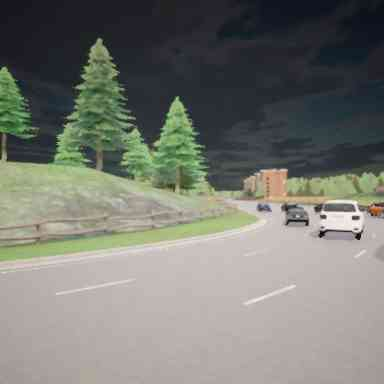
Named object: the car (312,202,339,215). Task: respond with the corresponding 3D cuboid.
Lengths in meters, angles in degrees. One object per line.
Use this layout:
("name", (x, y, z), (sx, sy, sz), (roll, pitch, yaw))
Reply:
("car", (18.008, 2.173, 45.046), (1.882, 1.535, 5.008), (0, -1, 4))

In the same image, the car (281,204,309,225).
("car", (8.923, 2.013, 28.500), (2.033, 1.411, 5.357), (-1, -1, 14))

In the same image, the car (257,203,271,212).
("car", (11.642, 2.451, 54.044), (1.812, 1.442, 4.674), (-1, -1, 4))

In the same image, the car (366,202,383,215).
("car", (24.927, 2.136, 43.918), (1.812, 1.442, 4.674), (0, -1, 4))

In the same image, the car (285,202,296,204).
("car", (14.895, 2.306, 50.523), (1.882, 1.535, 5.008), (-1, -1, 4))

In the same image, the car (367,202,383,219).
("car", (20.580, 1.841, 35.429), (2.097, 1.767, 4.553), (-1, -1, 7))

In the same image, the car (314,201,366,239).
("car", (8.898, 1.521, 19.670), (2.150, 2.045, 5.566), (0, -1, 28))
